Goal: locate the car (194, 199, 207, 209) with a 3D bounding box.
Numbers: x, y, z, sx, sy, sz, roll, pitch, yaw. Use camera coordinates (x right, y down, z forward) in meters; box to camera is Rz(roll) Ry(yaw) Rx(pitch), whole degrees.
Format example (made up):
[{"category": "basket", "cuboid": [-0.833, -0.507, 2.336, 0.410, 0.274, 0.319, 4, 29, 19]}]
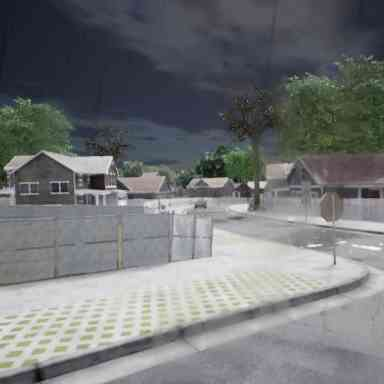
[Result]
[{"category": "car", "cuboid": [1.495, 2.035, 55.643, 1.837, 1.490, 4.892, -2, -1, 8]}]
